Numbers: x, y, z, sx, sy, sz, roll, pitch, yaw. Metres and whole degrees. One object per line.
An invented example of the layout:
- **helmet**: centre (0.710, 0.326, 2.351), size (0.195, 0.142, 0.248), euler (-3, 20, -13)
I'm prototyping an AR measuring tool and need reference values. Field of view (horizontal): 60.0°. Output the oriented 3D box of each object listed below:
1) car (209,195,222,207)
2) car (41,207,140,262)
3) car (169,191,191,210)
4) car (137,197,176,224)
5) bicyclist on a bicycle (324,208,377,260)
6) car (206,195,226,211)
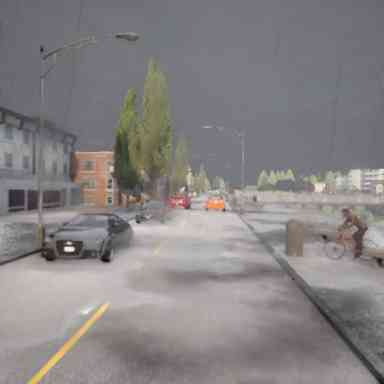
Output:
- **car**: centre (3.391, 1.226, 47.798), size (1.812, 1.442, 4.674), euler (1, 1, 5)
- **car**: centre (-3.367, 1.435, 11.483), size (1.994, 1.385, 4.181), euler (1, 0, 4)
- **car**: centre (-1.364, 0.932, 38.120), size (2.150, 2.045, 5.566), euler (1, 0, 5)
- **car**: centre (-2.539, 1.306, 22.859), size (1.837, 1.490, 4.892), euler (1, 0, 4)
- **bicyclist on a bicycle**: centre (4.980, 1.340, 10.435), size (1.656, 1.620, 0.582), euler (1, 0, 4)
- **car**: centre (2.610, 1.123, 36.548), size (2.097, 1.767, 4.553), euler (1, 0, 5)
